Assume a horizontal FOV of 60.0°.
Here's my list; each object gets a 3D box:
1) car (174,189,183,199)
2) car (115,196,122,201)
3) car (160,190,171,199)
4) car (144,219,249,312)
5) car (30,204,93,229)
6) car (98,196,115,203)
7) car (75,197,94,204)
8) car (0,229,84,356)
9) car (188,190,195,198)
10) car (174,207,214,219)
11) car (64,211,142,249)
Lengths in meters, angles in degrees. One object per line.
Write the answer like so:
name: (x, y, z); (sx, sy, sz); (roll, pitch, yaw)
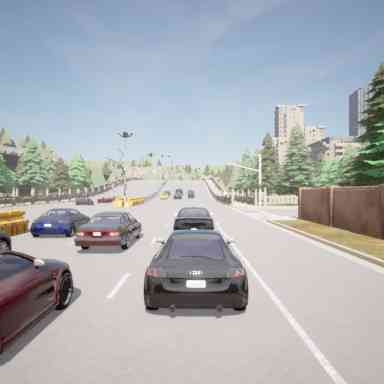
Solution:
car: (-3.692, 0.903, 86.930); (2.097, 1.767, 4.553); (0, 3, 0)
car: (-17.630, 1.524, 77.360); (1.895, 1.301, 4.718); (0, 1, 0)
car: (-7.192, 1.024, 86.944); (1.882, 1.535, 5.008); (0, 3, 0)
car: (0.088, 1.564, 7.780); (1.994, 1.385, 4.181); (0, 0, 1)
car: (-6.918, 1.564, 17.972); (1.994, 1.385, 4.181); (0, 0, 0)
car: (-17.569, 1.601, 67.087); (1.895, 1.301, 4.718); (0, 0, 0)
car: (-17.633, 1.564, 54.565); (1.994, 1.385, 4.181); (0, 0, 0)
car: (-3.410, 1.564, 5.172); (1.994, 1.385, 4.181); (0, 0, 0)
car: (-0.213, 0.839, 90.101); (1.837, 1.490, 4.892); (0, 4, 0)
car: (0.084, 1.478, 16.770); (1.882, 1.535, 5.008); (0, 0, 0)
car: (-3.408, 1.547, 14.412); (2.033, 1.411, 5.357); (0, 0, 0)
